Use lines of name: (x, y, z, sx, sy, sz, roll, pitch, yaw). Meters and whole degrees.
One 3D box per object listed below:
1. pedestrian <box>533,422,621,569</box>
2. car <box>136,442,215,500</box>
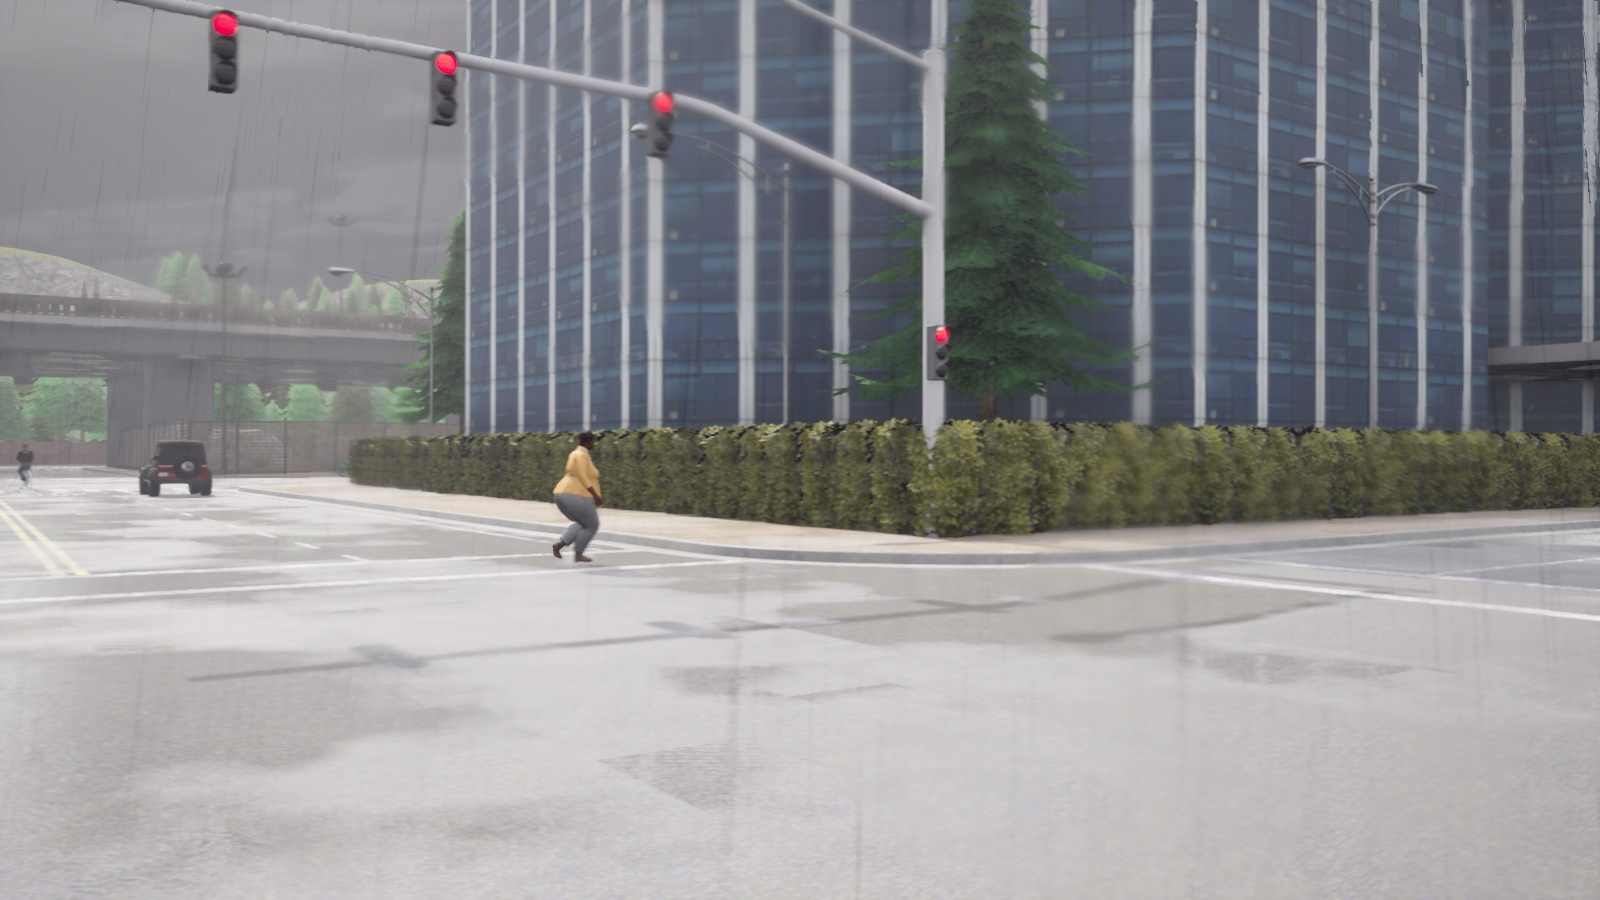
pedestrian: (-2.921, 0.581, 16.442, 0.900, 1.855, 0.874, 0, 0, -29)
car: (-21.358, 0.691, 42.879, 1.905, 1.878, 3.866, 0, 0, -34)
